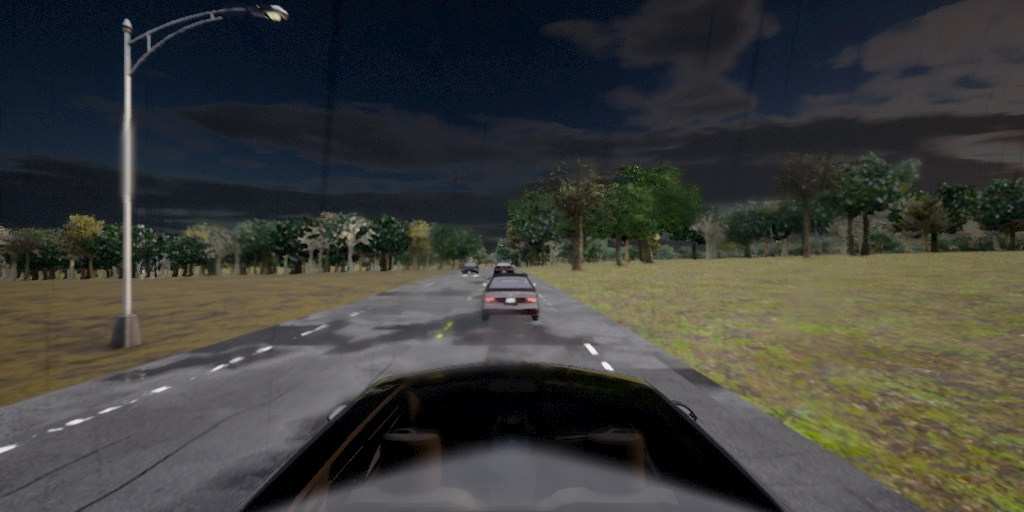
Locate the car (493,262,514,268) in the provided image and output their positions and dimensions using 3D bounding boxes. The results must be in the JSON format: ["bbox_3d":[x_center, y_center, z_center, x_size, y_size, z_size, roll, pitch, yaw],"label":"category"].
[{"bbox_3d":[-0.804,1.291,35.035,1.882,1.535,5.008,0,0,-2],"label":"car"}]

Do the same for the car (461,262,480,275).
[{"bbox_3d":[-4.740,1.417,41.678,2.033,1.411,5.357,0,-1,-2],"label":"car"}]

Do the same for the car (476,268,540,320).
[{"bbox_3d":[-0.077,1.310,12.696,2.033,1.411,5.357,0,0,-1],"label":"car"}]
